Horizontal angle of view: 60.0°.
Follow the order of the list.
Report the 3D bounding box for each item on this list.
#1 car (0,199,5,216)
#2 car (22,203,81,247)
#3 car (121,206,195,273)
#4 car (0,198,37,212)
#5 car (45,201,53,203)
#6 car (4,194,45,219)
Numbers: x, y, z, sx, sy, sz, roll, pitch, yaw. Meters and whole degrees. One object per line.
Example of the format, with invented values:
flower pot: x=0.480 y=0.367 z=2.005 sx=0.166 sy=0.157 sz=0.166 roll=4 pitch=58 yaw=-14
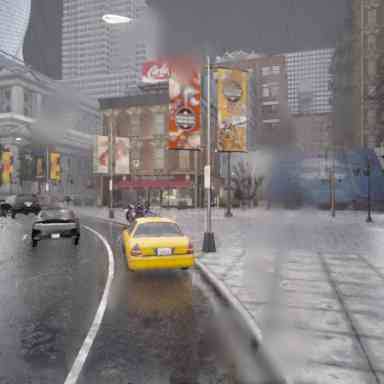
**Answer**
car: x=-15.705 y=1.474 z=24.770 sx=2.128 sy=1.511 sz=4.902 roll=0 pitch=0 yaw=-38
car: x=-6.177 y=1.485 z=15.254 sx=2.128 sy=1.511 sz=4.902 roll=0 pitch=0 yaw=-20
car: x=-1.291 y=1.455 z=10.787 sx=1.801 sy=1.575 sz=5.366 roll=0 pitch=0 yaw=-14
car: x=-20.128 y=1.497 z=38.354 sx=4.674 sy=1.452 sz=2.002 roll=0 pitch=0 yaw=37
car: x=-15.683 y=1.577 z=34.738 sx=1.895 sy=1.301 sz=4.718 roll=0 pitch=0 yaw=-43
car: x=-15.362 y=1.201 z=29.646 sx=2.150 sy=2.045 sz=5.566 roll=0 pitch=-1 yaw=-41
